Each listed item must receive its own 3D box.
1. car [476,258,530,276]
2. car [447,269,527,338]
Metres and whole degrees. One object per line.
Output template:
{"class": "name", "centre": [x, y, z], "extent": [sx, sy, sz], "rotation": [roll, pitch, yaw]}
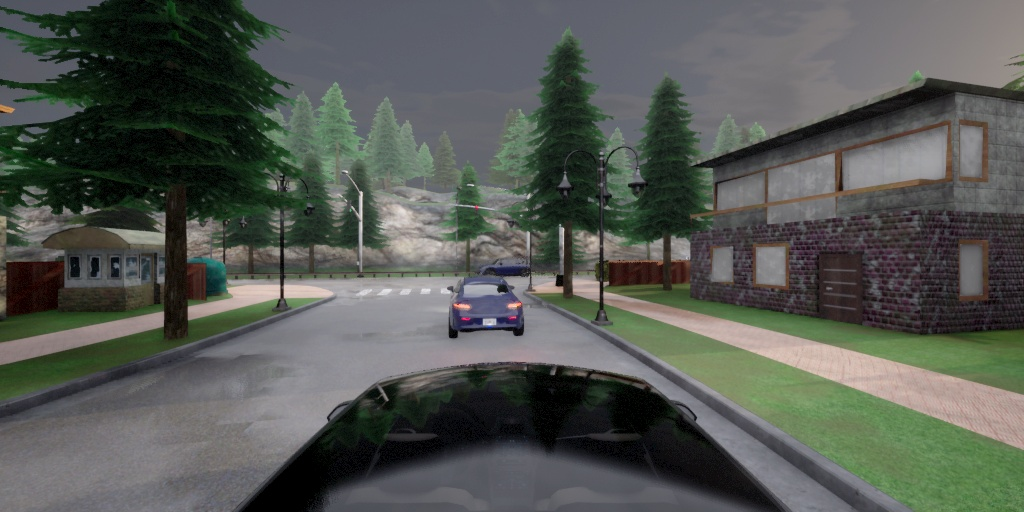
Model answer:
{"class": "car", "centre": [-0.828, 0.943, 30.034], "extent": [4.553, 1.767, 2.097], "rotation": [0, 0, -22]}
{"class": "car", "centre": [-0.836, 1.276, 10.119], "extent": [1.812, 1.442, 4.674], "rotation": [0, 0, -9]}
